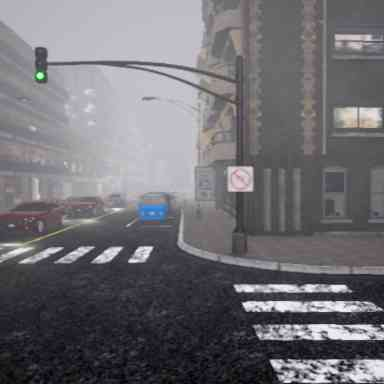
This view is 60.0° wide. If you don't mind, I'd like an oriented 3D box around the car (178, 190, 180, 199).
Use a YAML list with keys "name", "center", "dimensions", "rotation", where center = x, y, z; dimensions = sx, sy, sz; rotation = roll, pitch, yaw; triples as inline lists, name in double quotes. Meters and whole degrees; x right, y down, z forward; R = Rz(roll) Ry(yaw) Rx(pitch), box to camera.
- name: "car"
  center: [-2.908, 0.734, 42.984]
  dimensions: [1.967, 1.590, 4.097]
  rotation: [-1, 1, -1]

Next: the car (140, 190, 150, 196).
- name: "car"
  center: [-12.202, 0.305, 87.047]
  dimensions: [1.947, 1.339, 4.313]
  rotation: [-1, 1, -1]

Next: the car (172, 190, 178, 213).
- name: "car"
  center: [-2.539, 0.856, 26.426]
  dimensions: [2.192, 1.841, 5.009]
  rotation: [-1, 1, -1]

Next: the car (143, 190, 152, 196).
- name: "car"
  center: [-12.293, 0.199, 92.398]
  dimensions: [1.752, 1.417, 4.829]
  rotation: [-1, 1, -1]

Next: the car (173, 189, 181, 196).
- name: "car"
  center: [-3.614, 0.205, 81.625]
  dimensions: [1.967, 1.590, 4.097]
  rotation: [-1, 1, -1]

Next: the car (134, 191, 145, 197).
- name: "car"
  center: [-11.986, 0.425, 76.003]
  dimensions: [1.887, 1.381, 4.507]
  rotation: [-1, 1, -1]

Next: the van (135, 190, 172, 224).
- name: "van"
  center: [-2.340, 0.967, 20.933]
  dimensions: [1.690, 1.788, 3.998]
  rotation: [-1, 1, -1]

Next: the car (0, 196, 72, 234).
- name: "car"
  center: [-8.152, 1.190, 17.344]
  dimensions: [1.882, 1.535, 5.008]
  rotation: [0, 1, -2]

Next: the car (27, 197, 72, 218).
- name: "car"
  center: [-11.100, 1.167, 26.311]
  dimensions: [1.802, 1.307, 4.206]
  rotation: [-1, 1, -1]

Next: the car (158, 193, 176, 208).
- name: "car"
  center: [-2.800, 0.897, 37.634]
  dimensions: [1.752, 1.417, 4.829]
  rotation: [-1, 1, -1]

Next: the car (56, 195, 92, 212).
- name: "car"
  center: [-11.210, 1.067, 31.830]
  dimensions: [1.947, 1.339, 4.313]
  rotation: [-1, 1, -1]

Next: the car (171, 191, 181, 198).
- name: "car"
  center: [-3.384, 0.475, 70.588]
  dimensions: [1.947, 1.339, 4.313]
  rotation: [-1, 1, -1]

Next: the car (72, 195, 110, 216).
- name: "car"
  center: [-8.366, 1.039, 26.943]
  dimensions: [1.882, 1.535, 5.008]
  rotation: [0, 1, -1]

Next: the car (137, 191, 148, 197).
- name: "car"
  center: [-12.107, 0.360, 81.525]
  dimensions: [2.008, 1.369, 4.403]
  rotation: [-1, 1, -1]

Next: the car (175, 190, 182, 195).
- name: "car"
  center: [-3.750, 0.193, 92.668]
  dimensions: [1.947, 1.339, 4.313]
  rotation: [-1, 1, -1]

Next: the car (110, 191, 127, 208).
- name: "car"
  center: [-8.553, 0.932, 37.212]
  dimensions: [1.812, 1.442, 4.674]
  rotation: [0, 1, -1]
